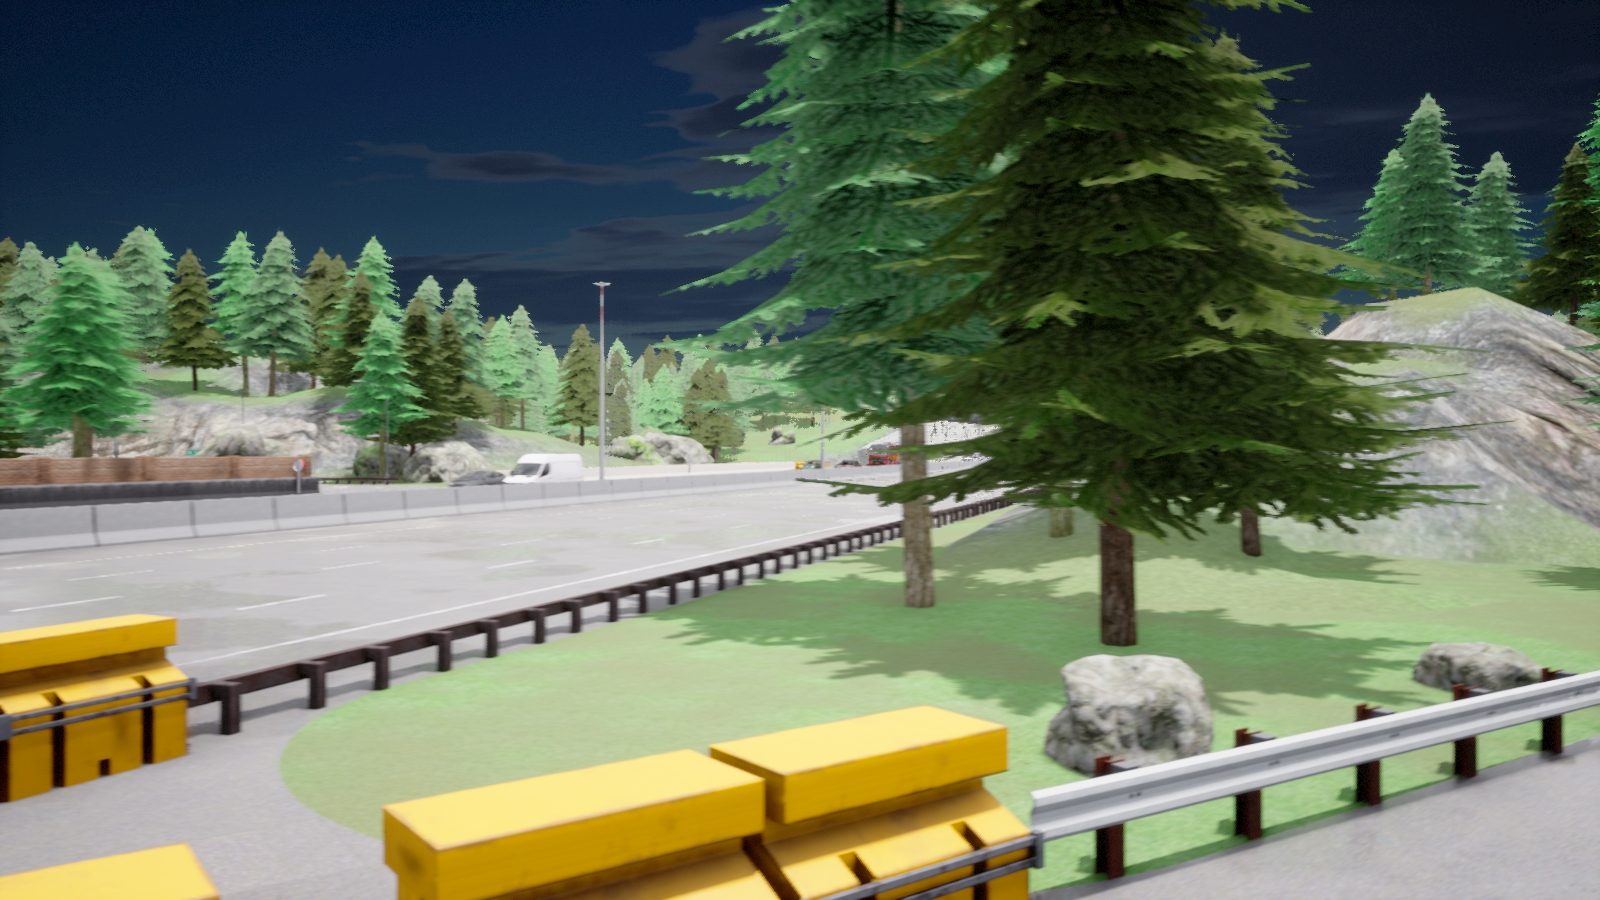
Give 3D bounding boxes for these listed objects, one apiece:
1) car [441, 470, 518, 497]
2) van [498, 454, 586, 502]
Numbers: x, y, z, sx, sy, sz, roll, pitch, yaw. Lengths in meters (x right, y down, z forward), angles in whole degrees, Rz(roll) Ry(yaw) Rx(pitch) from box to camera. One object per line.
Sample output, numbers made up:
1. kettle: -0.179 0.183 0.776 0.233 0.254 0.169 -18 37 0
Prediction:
1. car: -19.738 2.025 70.586 2.163 1.488 4.792 0 0 20
2. van: -14.466 1.500 64.401 1.988 2.561 5.915 0 0 20
